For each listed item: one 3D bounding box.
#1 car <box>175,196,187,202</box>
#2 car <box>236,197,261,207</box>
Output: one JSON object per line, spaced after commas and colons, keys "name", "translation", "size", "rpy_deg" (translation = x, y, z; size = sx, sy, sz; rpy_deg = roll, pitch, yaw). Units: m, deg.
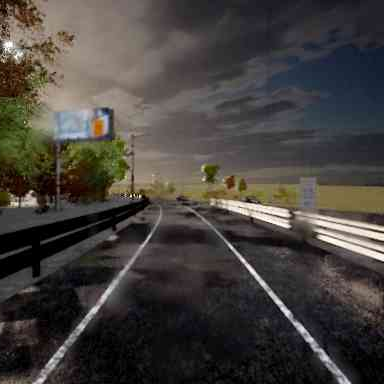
{"name": "car", "translation": [-2.477, 1.519, 76.538], "size": [1.994, 1.385, 4.181], "rpy_deg": [0, 0, -18]}
{"name": "car", "translation": [7.519, 1.388, 45.026], "size": [2.128, 1.511, 4.902], "rpy_deg": [0, 0, -18]}
